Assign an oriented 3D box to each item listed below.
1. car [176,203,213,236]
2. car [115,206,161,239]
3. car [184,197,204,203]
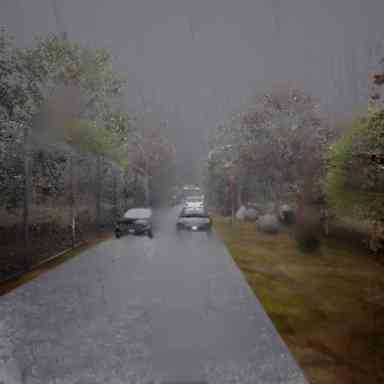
[{"bbox_3d":[0.136,1.573,18.828,2.128,1.511,4.902,0,-1,0],"label":"car"},{"bbox_3d":[-2.806,1.552,17.960,1.882,1.535,5.008,0,0,0],"label":"car"},{"bbox_3d":[0.247,1.562,38.570,2.150,2.045,5.566,0,-1,0],"label":"car"}]
